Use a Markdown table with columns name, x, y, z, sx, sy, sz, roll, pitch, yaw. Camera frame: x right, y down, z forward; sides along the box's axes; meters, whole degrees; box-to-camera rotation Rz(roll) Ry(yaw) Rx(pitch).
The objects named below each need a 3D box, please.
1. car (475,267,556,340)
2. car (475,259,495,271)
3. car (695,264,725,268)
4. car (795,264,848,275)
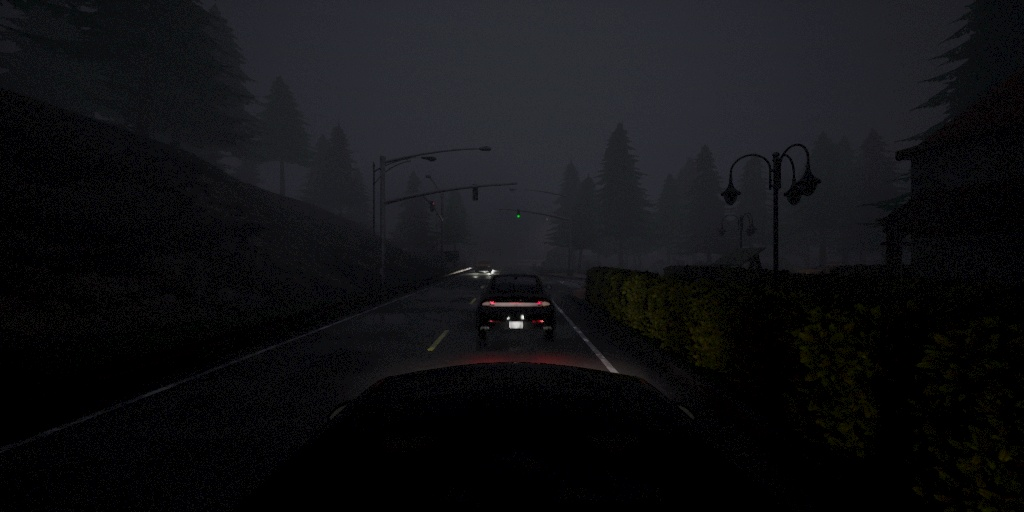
| name | x | y | z | sx | sy | sz | roll | pitch | yaw |
| --- | --- | --- | --- | --- | --- | --- | --- | --- | --- |
| car | 0.098 | 1.242 | 10.016 | 2.128 | 1.511 | 4.902 | 0 | 0 | 0 |
| car | -3.500 | 1.228 | 44.744 | 1.882 | 1.535 | 5.008 | 0 | 0 | 0 |
| car | 15.761 | 1.417 | 29.539 | 4.892 | 1.490 | 1.837 | 0 | 0 | 0 |
| car | 26.110 | 1.390 | 29.447 | 5.008 | 1.535 | 1.882 | 0 | 0 | 1 |
